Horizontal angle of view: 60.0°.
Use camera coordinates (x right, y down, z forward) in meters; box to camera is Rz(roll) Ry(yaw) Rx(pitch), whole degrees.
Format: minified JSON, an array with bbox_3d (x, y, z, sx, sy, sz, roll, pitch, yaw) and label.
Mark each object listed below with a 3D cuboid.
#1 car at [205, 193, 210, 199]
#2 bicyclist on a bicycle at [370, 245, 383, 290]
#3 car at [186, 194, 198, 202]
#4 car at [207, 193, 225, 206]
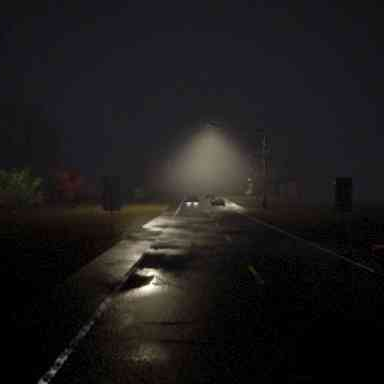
[{"bbox_3d":[3.664,0.793,68.154,1.895,1.301,4.718,0,2,0],"label":"car"},{"bbox_3d":[4.455,1.470,7.299,0.866,1.612,1.509,0,0,0],"label":"bicyclist on a bicycle"},{"bbox_3d":[0.084,1.056,57.543,1.994,1.385,4.181,0,2,1],"label":"car"},{"bbox_3d":[3.706,1.332,48.745,1.994,1.385,4.181,0,2,0],"label":"car"}]
